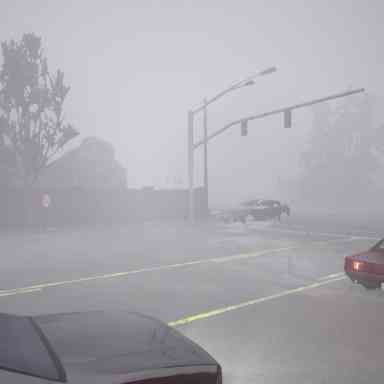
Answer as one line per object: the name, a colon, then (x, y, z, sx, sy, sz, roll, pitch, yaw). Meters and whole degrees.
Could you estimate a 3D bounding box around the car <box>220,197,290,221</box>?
car: (3.759, 1.103, 19.444, 4.892, 1.490, 1.837, 0, 0, -35)

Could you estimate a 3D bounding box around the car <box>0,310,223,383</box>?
car: (-2.258, 1.547, 2.127, 5.357, 1.411, 2.033, 0, 0, -36)

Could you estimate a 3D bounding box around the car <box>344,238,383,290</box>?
car: (5.708, 1.597, 7.801, 4.718, 1.301, 1.895, 0, 0, -35)
